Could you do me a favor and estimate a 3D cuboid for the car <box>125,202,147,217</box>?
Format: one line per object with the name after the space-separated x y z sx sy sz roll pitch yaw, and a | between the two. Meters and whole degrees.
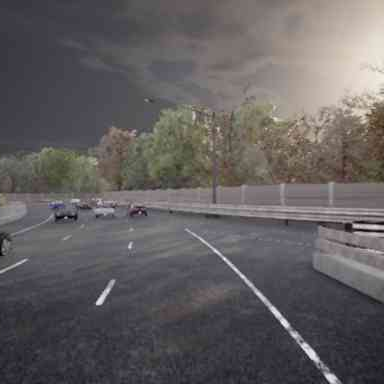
-6.170 1.926 36.531 1.837 1.490 4.892 1 -1 -20 | car

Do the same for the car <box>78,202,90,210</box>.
-17.882 2.296 54.291 1.895 1.301 4.718 0 -1 -30 | car

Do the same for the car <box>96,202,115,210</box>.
-14.260 2.274 54.965 1.895 1.301 4.718 0 -1 -29 | car

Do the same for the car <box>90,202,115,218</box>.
-9.603 2.044 36.005 1.895 1.301 4.718 0 -1 -20 | car

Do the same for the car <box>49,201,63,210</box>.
-21.917 2.204 54.154 1.882 1.535 5.008 0 -1 -31 | car

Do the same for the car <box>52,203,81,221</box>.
-11.757 2.015 31.404 1.895 1.301 4.718 0 -1 -17 | car

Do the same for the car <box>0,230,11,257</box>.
-7.701 1.678 10.869 1.837 1.490 4.892 0 -1 -6 | car
